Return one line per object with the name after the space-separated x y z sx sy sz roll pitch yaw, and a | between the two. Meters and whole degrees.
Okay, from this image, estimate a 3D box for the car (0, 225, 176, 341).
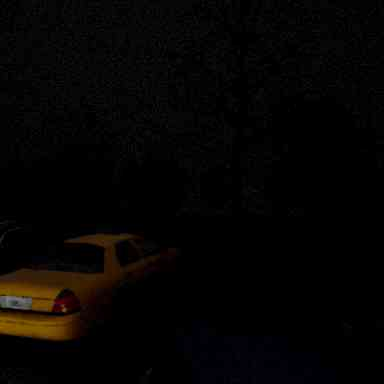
-1.654 1.489 6.896 1.946 1.575 5.366 0 -1 16 | car

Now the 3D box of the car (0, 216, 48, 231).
-4.463 1.494 8.683 2.231 1.521 4.892 0 -1 16 | car

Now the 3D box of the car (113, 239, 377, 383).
1.060 1.516 4.717 2.163 1.488 4.792 1 -1 15 | car
